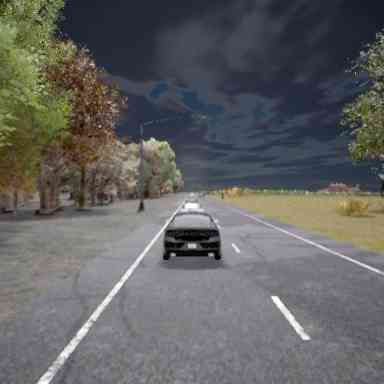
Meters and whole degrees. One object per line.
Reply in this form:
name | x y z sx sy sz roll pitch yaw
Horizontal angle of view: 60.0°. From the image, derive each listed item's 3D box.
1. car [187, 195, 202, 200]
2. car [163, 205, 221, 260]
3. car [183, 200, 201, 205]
car | 0.000 1.495 49.578 2.033 1.411 5.357 0 0 0
car | 0.003 1.469 12.486 1.882 1.535 5.008 0 0 0
car | 0.000 1.580 27.643 1.895 1.301 4.718 0 0 0
